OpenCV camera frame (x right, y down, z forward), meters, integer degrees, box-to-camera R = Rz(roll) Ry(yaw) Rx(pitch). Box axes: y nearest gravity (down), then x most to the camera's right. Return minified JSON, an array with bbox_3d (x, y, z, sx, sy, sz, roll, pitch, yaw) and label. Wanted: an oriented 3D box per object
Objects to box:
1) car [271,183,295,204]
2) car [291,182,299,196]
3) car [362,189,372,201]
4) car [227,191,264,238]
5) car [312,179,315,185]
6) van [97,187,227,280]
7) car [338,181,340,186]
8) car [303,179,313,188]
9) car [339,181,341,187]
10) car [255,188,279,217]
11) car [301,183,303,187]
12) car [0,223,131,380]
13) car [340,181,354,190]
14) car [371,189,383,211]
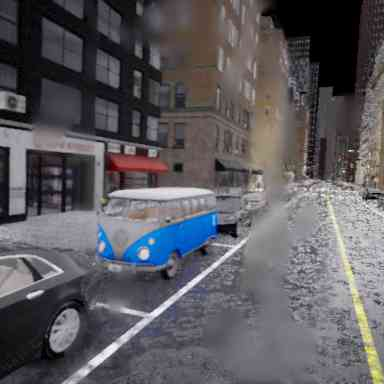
[{"bbox_3d":[7.418,0.171,28.519,1.947,1.339,4.313,4,4,21],"label":"car"},{"bbox_3d":[9.429,-0.026,33.636,1.802,1.307,4.206,4,4,21],"label":"car"},{"bbox_3d":[19.366,0.295,35.657,1.947,1.339,4.313,4,4,21],"label":"car"},{"bbox_3d":[1.383,0.811,13.171,1.947,1.339,4.313,4,4,21],"label":"car"},{"bbox_3d":[29.013,-2.066,83.296,2.008,1.369,4.403,4,3,21],"label":"car"},{"bbox_3d":[-0.619,0.801,8.042,1.690,1.788,3.998,4,4,21],"label":"van"},{"bbox_3d":[36.934,-1.516,80.191,2.008,1.369,4.403,4,3,21],"label":"car"},{"bbox_3d":[25.039,-1.637,73.245,1.802,1.307,4.206,4,3,21],"label":"car"},{"bbox_3d":[35.010,-1.350,75.321,1.752,1.417,4.829,4,3,21],"label":"car"},{"bbox_3d":[3.394,0.613,18.288,1.802,1.307,4.206,4,4,21],"label":"car"},{"bbox_3d":[11.447,-0.380,38.744,1.967,1.590,4.097,4,4,21],"label":"car"},{"bbox_3d":[-2.641,1.224,2.939,2.008,1.369,4.403,4,4,21],"label":"car"},{"bbox_3d":[32.965,-1.229,70.131,1.967,1.590,4.097,4,3,21],"label":"car"},{"bbox_3d":[15.344,0.705,25.425,2.008,1.369,4.403,4,4,21],"label":"car"}]
